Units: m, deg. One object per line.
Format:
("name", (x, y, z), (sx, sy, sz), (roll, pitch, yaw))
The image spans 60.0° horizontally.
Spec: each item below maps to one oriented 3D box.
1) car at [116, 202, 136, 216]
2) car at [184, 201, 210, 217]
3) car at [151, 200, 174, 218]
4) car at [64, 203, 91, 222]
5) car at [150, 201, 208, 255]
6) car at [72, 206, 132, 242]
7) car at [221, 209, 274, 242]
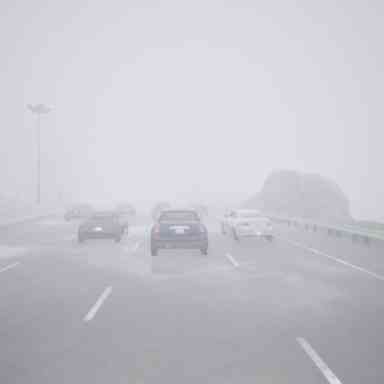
("car", (-6.711, 1.689, 33.579), (1.994, 1.385, 4.181), (0, 0, -11))
("car", (0.398, 1.637, 33.602), (1.812, 1.442, 4.674), (0, 0, -10))
("car", (-2.997, 1.620, 32.738), (1.837, 1.490, 4.892), (0, 0, -10))
("car", (-9.196, 1.658, 27.618), (2.033, 1.411, 5.357), (0, 0, -9))
("car", (-0.585, 1.399, 13.791), (2.097, 1.767, 4.553), (0, 0, -4))
("car", (-4.347, 1.628, 16.760), (1.994, 1.385, 4.181), (0, 0, -5))
("car", (2.692, 1.576, 16.772), (1.812, 1.442, 4.674), (0, 0, -5))
